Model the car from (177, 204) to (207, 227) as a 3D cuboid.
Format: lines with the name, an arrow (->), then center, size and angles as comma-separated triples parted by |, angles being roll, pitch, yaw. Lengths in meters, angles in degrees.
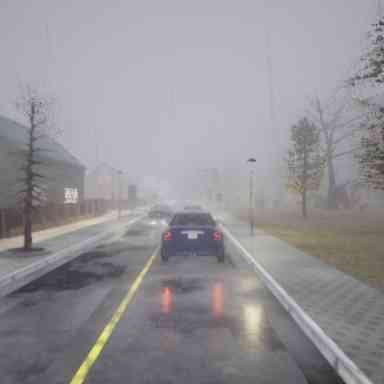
car -> 0.009, 1.702, 25.408 | 2.033, 1.411, 5.357 | 0, 0, 0

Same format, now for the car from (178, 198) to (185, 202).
car -> -2.719, 2.232, 89.424 | 1.812, 1.442, 4.674 | 0, -1, 0

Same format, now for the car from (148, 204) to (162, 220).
car -> -2.810, 1.753, 30.155 | 1.994, 1.385, 4.181 | 0, -1, 0

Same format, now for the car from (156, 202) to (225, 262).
car -> 0.036, 1.423, 12.546 | 2.097, 1.767, 4.553 | 0, 0, 0
